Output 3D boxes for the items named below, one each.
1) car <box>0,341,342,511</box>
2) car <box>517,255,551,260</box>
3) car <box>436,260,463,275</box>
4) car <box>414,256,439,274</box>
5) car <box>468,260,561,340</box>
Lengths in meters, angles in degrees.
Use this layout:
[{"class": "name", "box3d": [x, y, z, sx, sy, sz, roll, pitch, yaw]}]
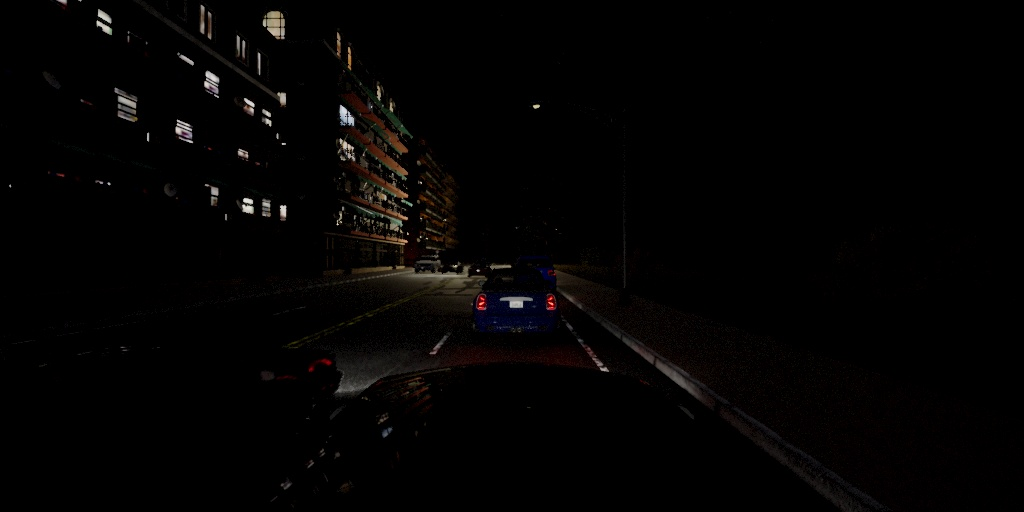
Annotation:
[{"class": "car", "box3d": [-3.154, 1.297, 2.242, 2.033, 1.411, 5.357, 0, 0, 0]}, {"class": "car", "box3d": [1.136, 0.977, 19.736, 2.150, 2.045, 5.566, 0, 0, 0]}, {"class": "car", "box3d": [-6.602, 1.299, 40.059, 2.033, 1.411, 5.357, 0, 0, 0]}, {"class": "car", "box3d": [-9.851, 0.973, 42.241, 2.150, 2.045, 5.566, 0, 0, 0]}, {"class": "car", "box3d": [0.097, 1.103, 10.161, 2.097, 1.767, 4.553, 0, 0, 0]}]
